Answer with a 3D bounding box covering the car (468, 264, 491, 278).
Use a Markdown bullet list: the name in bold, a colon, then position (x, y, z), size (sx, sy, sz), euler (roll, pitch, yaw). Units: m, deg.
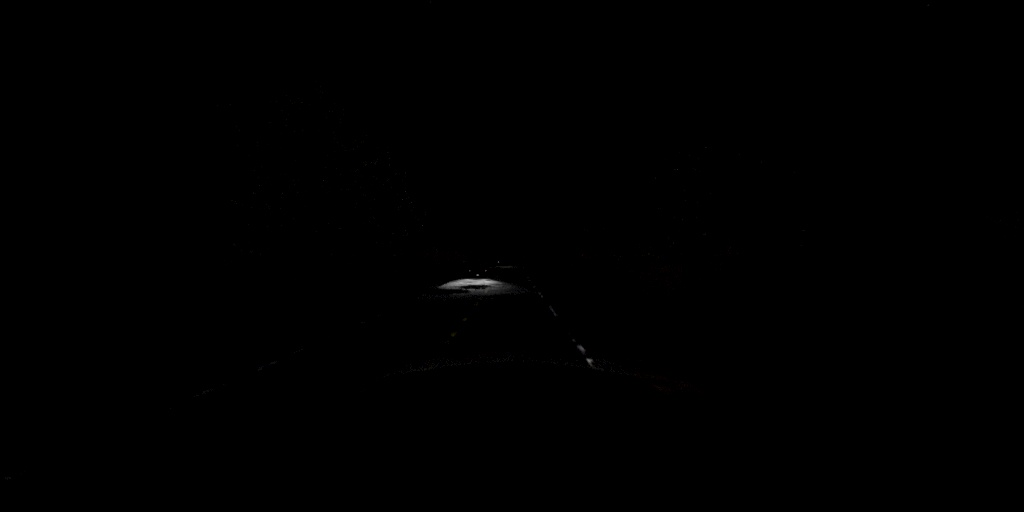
- **car**: position (-3.098, 1.430, 34.723), size (1.895, 1.301, 4.718), euler (0, 0, 0)
